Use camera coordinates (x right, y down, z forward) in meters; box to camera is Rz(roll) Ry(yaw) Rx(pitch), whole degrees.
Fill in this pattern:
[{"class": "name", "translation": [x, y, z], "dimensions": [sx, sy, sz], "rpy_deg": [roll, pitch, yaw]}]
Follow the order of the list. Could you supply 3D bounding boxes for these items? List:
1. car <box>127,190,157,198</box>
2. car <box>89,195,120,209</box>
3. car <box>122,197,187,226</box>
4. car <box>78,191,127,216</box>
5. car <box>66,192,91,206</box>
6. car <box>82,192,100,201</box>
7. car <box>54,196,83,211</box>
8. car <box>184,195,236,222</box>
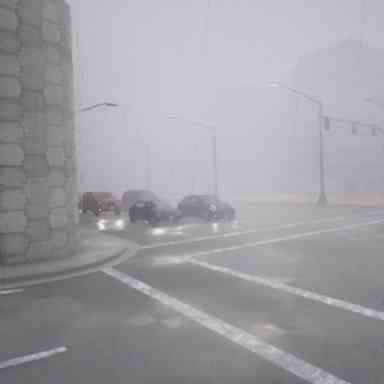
[{"class": "car", "translation": [-4.644, 0.839, 30.676], "dimensions": [2.150, 2.045, 5.566], "rpy_deg": [-3, 2, -35]}, {"class": "car", "translation": [-10.294, 1.120, 38.683], "dimensions": [1.837, 1.490, 4.892], "rpy_deg": [-3, 2, -35]}, {"class": "car", "translation": [-2.573, 1.279, 21.722], "dimensions": [1.812, 1.442, 4.674], "rpy_deg": [-3, 2, -35]}, {"class": "car", "translation": [-8.189, 0.974, 29.631], "dimensions": [2.150, 2.045, 5.566], "rpy_deg": [-3, 2, -35]}, {"class": "car", "translation": [-15.932, 0.965, 46.692], "dimensions": [2.097, 1.767, 4.553], "rpy_deg": [-3, 2, -35]}, {"class": "car", "translation": [-19.643, 0.838, 64.332], "dimensions": [1.837, 1.490, 4.892], "rpy_deg": [-3, 2, -36]}, {"class": "car", "translation": [-14.219, 1.255, 38.179], "dimensions": [1.837, 1.490, 4.892], "rpy_deg": [-3, 2, -35]}, {"class": "car", "translation": [0.902, 0.971, 22.851], "dimensions": [2.097, 1.767, 4.553], "rpy_deg": [-3, 2, -35]}]
